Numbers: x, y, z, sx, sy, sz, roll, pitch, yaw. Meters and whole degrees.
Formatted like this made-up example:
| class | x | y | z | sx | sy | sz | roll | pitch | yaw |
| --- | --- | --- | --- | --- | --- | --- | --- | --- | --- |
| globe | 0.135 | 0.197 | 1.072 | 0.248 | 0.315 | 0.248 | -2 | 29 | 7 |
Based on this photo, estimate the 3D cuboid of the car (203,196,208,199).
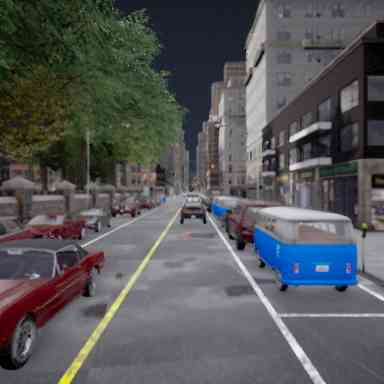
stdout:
| class | x | y | z | sx | sy | sz | roll | pitch | yaw |
| --- | --- | --- | --- | --- | --- | --- | --- | --- | --- |
| car | 2.669 | 1.260 | 35.704 | 2.192 | 1.841 | 5.009 | 0 | 0 | 0 |

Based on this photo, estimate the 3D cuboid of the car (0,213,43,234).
| class | x | y | z | sx | sy | sz | roll | pitch | yaw |
| --- | --- | --- | --- | --- | --- | --- | --- | --- | --- |
| car | -5.856 | 1.426 | 8.675 | 1.967 | 1.590 | 4.097 | 0 | 0 | 0 |

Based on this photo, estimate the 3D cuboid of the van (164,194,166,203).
| class | x | y | z | sx | sy | sz | roll | pitch | yaw |
| --- | --- | --- | --- | --- | --- | --- | --- | --- | --- |
| van | -5.857 | 1.240 | 62.748 | 1.690 | 1.788 | 3.998 | 0 | 0 | 0 |

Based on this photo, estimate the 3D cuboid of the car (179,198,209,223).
| class | x | y | z | sx | sy | sz | roll | pitch | yaw |
| --- | --- | --- | --- | --- | --- | --- | --- | --- | --- |
| car | 0.095 | 1.465 | 25.403 | 1.837 | 1.490 | 4.892 | 0 | 0 | 0 |

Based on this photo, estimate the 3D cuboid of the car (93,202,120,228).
| class | x | y | z | sx | sy | sz | roll | pitch | yaw |
| --- | --- | --- | --- | --- | --- | --- | --- | --- | --- |
| car | -5.856 | 1.521 | 19.490 | 2.008 | 1.369 | 4.403 | 0 | 0 | 0 |

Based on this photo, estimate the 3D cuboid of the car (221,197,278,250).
| class | x | y | z | sx | sy | sz | roll | pitch | yaw |
| --- | --- | --- | --- | --- | --- | --- | --- | --- | --- |
| car | 2.670 | 1.294 | 14.071 | 2.192 | 1.841 | 5.009 | 0 | 0 | 0 |

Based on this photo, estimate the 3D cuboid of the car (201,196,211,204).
| class | x | y | z | sx | sy | sz | roll | pitch | yaw |
| --- | --- | --- | --- | --- | --- | --- | --- | --- | --- |
| car | 2.670 | 1.481 | 62.812 | 1.802 | 1.307 | 4.206 | 0 | 0 | 2 |

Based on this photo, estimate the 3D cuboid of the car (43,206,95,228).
| class | x | y | z | sx | sy | sz | roll | pitch | yaw |
| --- | --- | --- | --- | --- | --- | --- | --- | --- | --- |
| car | -5.856 | 1.523 | 14.082 | 1.887 | 1.381 | 4.507 | 0 | 0 | 0 |

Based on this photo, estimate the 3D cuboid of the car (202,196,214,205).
| class | x | y | z | sx | sy | sz | roll | pitch | yaw |
| --- | --- | --- | --- | --- | --- | --- | --- | --- | --- |
| car | 2.668 | 1.453 | 57.338 | 1.887 | 1.381 | 4.507 | 0 | 0 | 0 |

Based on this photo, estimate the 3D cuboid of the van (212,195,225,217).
| class | x | y | z | sx | sy | sz | roll | pitch | yaw |
| --- | --- | --- | --- | --- | --- | --- | --- | --- | --- |
| van | 2.669 | 1.303 | 24.887 | 1.690 | 1.788 | 3.998 | 0 | 0 | 0 |

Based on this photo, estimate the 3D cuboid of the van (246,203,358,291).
| class | x | y | z | sx | sy | sz | roll | pitch | yaw |
| --- | --- | --- | --- | --- | --- | --- | --- | --- | --- |
| van | 2.670 | 1.328 | 8.663 | 1.690 | 1.788 | 3.998 | 0 | 0 | 0 |

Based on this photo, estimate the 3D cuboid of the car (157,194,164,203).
| class | x | y | z | sx | sy | sz | roll | pitch | yaw |
| --- | --- | --- | --- | --- | --- | --- | --- | --- | --- |
| car | -5.857 | 1.357 | 51.934 | 1.967 | 1.590 | 4.097 | 0 | 0 | 0 |

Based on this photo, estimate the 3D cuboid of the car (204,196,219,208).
| class | x | y | z | sx | sy | sz | roll | pitch | yaw |
| --- | --- | --- | --- | --- | --- | --- | --- | --- | --- |
| car | 2.669 | 1.367 | 46.521 | 1.967 | 1.590 | 4.097 | 0 | 0 | 0 |

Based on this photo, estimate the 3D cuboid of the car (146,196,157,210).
| class | x | y | z | sx | sy | sz | roll | pitch | yaw |
| --- | --- | --- | --- | --- | --- | --- | --- | --- | --- |
| car | -5.857 | 1.480 | 41.119 | 1.887 | 1.381 | 4.507 | 0 | 0 | 0 |

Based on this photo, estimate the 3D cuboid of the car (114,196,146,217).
| class | x | y | z | sx | sy | sz | roll | pitch | yaw |
| --- | --- | --- | --- | --- | --- | --- | --- | --- | --- |
| car | -5.856 | 1.268 | 30.304 | 2.192 | 1.841 | 5.009 | 0 | 0 | 0 |

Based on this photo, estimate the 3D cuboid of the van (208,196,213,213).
| class | x | y | z | sx | sy | sz | roll | pitch | yaw |
| --- | --- | --- | --- | --- | --- | --- | --- | --- | --- |
| van | 2.669 | 1.295 | 30.295 | 1.690 | 1.788 | 3.998 | 0 | 0 | 0 |

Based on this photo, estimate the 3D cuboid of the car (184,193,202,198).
| class | x | y | z | sx | sy | sz | roll | pitch | yaw |
| --- | --- | --- | --- | --- | --- | --- | --- | --- | --- |
| car | 0.100 | 1.149 | 44.498 | 2.150 | 2.045 | 5.566 | 0 | 0 | 0 |

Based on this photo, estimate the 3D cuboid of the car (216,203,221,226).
| class | x | y | z | sx | sy | sz | roll | pitch | yaw |
| --- | --- | --- | --- | --- | --- | --- | --- | --- | --- |
| car | 2.669 | 1.536 | 19.479 | 1.947 | 1.339 | 4.313 | 0 | 0 | 0 |

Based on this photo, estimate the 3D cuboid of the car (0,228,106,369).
| class | x | y | z | sx | sy | sz | roll | pitch | yaw |
| --- | --- | --- | --- | --- | --- | --- | --- | --- | --- |
| car | -3.039 | 1.592 | 5.842 | 1.895 | 1.301 | 4.718 | 0 | 0 | 1 |

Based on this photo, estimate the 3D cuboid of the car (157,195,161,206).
| class | x | y | z | sx | sy | sz | roll | pitch | yaw |
| --- | --- | --- | --- | --- | --- | --- | --- | --- | --- |
| car | -5.857 | 1.477 | 46.526 | 2.008 | 1.369 | 4.403 | 0 | 0 | 0 |
